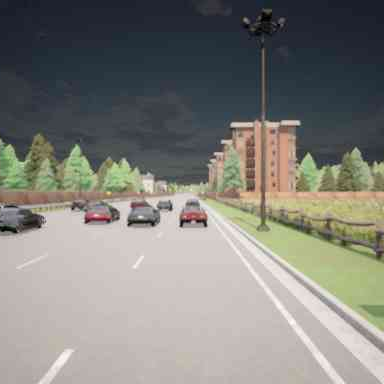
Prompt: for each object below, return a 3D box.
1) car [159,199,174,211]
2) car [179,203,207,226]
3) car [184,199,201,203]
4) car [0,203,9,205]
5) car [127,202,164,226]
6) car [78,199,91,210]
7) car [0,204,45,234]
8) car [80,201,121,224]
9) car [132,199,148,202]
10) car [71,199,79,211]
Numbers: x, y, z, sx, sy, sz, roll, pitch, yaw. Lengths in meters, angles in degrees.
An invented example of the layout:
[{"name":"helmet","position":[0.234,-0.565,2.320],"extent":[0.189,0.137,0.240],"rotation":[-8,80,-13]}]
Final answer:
[{"name":"car","position":[-3.406,1.651,42.455],"extent":[2.128,1.511,4.902],"rotation":[0,0,0]},{"name":"car","position":[0.097,1.692,24.125],"extent":[1.895,1.301,4.718],"rotation":[0,0,0]},{"name":"car","position":[0.093,1.666,42.465],"extent":[1.837,1.490,4.892],"rotation":[0,0,0]},{"name":"car","position":[-13.903,1.597,24.514],"extent":[1.837,1.490,4.892],"rotation":[0,0,0]},{"name":"car","position":[-3.403,1.654,24.090],"extent":[1.994,1.385,4.181],"rotation":[0,0,0]},{"name":"car","position":[-10.406,1.685,36.763],"extent":[2.033,1.411,5.357],"rotation":[0,0,0]},{"name":"car","position":[-10.403,1.637,19.659],"extent":[1.994,1.385,4.181],"rotation":[0,0,0]},{"name":"car","position":[-6.903,1.661,25.994],"extent":[1.994,1.385,4.181],"rotation":[0,0,0]},{"name":"car","position":[-6.905,1.642,44.047],"extent":[1.882,1.535,5.008],"rotation":[0,0,0]},{"name":"car","position":[-13.907,1.665,42.500],"extent":[1.837,1.490,4.892],"rotation":[0,0,0]}]
